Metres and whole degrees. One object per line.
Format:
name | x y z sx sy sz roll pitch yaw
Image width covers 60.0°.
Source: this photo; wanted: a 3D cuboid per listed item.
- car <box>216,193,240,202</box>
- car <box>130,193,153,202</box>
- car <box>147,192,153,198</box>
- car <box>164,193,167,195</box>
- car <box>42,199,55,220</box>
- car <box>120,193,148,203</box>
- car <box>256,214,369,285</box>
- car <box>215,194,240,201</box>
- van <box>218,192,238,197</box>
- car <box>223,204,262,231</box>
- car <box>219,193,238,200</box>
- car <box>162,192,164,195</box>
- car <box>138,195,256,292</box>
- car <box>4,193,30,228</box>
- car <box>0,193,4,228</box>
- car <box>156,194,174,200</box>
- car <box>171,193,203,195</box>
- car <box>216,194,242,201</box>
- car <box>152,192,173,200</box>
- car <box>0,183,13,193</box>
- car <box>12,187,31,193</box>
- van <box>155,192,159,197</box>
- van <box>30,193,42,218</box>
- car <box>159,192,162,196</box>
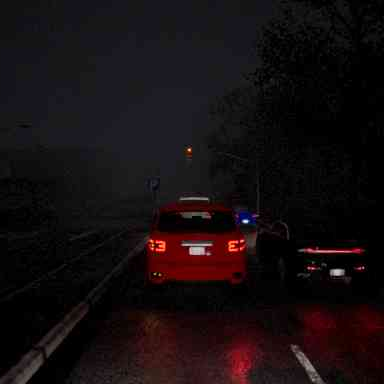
car | 7.554 1.151 70.648 4.553 1.767 2.185 1 0 -14
car | -10.819 1.205 70.999 4.553 1.767 2.185 -1 0 -14
car | -10.908 1.324 68.046 5.366 1.575 1.946 -1 0 -15
car | -9.401 1.370 83.009 4.674 1.452 2.002 -1 0 -13
car | -13.670 1.408 27.244 4.553 1.767 2.185 -1 0 -19
car | -11.548 1.367 65.053 4.792 1.488 2.163 -1 0 -15
car | 3.091 1.499 9.472 2.128 1.511 4.902 0 0 0
car | 8.063 1.268 76.494 5.366 1.575 1.946 1 0 -13
van | 7.175 1.052 67.678 4.442 1.987 1.878 1 0 -14
car | 3.140 1.557 21.608 1.812 1.442 4.674 0 0 0
car | 9.322 1.140 85.351 4.553 1.767 2.185 1 0 -12
car | -9.768 1.370 80.007 4.674 1.452 2.002 -1 0 -13
car | 0.090 1.231 9.086 2.150 2.045 5.566 0 0 0
car | -13.752 1.271 21.229 5.566 2.045 2.435 -1 0 -20
car | -13.820 1.266 18.193 5.566 2.045 2.435 -1 0 -20
car | -7.732 1.328 94.979 5.008 1.535 2.097 -1 0 -12
car | 0.123 1.249 19.444 2.150 2.045 5.566 0 0 0
car | 8.085 1.273 73.643 5.366 1.575 1.946 1 0 -13
car | -8.149 1.077 91.999 5.566 2.045 2.435 -1 0 -12
car | -31.249 -0.418 55.951 2.435 2.045 5.566 6 -3 -19
car | -28.254 0.145 55.895 2.002 1.452 4.674 6 -3 -19
van | -10.359 1.103 74.039 4.442 1.987 1.878 -1 0 -14
van | -13.641 1.301 24.266 4.442 1.987 1.878 -1 0 -20
car | -10.136 1.331 77.011 4.892 1.521 2.231 -1 0 -14
